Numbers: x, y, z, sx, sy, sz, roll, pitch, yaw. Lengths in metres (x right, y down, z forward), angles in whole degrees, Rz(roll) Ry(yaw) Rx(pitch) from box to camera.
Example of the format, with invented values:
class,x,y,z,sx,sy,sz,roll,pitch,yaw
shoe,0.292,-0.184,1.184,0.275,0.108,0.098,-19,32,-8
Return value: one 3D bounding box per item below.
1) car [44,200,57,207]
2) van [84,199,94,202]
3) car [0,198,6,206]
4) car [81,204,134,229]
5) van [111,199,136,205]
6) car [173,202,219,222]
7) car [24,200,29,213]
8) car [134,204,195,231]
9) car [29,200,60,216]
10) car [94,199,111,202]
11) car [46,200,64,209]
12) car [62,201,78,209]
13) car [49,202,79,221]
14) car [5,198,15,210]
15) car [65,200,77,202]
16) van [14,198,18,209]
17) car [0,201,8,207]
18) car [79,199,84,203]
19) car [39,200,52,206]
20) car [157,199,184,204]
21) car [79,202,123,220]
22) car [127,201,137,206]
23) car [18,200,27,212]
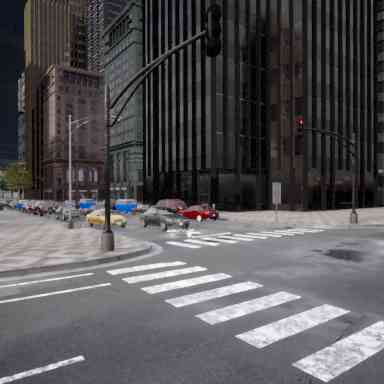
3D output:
class,x,y,z,sx,sy,sz,roll,pitch,yaw
car,-31.871,2.594,74.869,1.947,1.339,4.313,-1,0,-35
van,-17.174,2.037,54.318,1.690,1.788,3.998,-1,0,-35
car,-41.428,2.666,73.586,1.887,1.381,4.507,-1,0,-35
car,-6.327,1.843,24.366,1.752,1.417,4.829,-1,0,-35
van,-8.328,1.832,41.883,1.690,1.788,3.998,-1,0,-35
car,0.524,1.828,29.447,1.887,1.381,4.507,-1,0,-35
car,-20.609,2.195,44.394,1.887,1.381,4.507,-1,0,-35
car,-2.019,1.782,22.954,1.812,1.442,4.674,0,-1,-34
car,-17.777,1.900,40.416,2.192,1.841,5.009,-1,0,-35
car,-11.277,1.874,46.028,2.192,1.841,5.009,-1,0,-35
car,-25.072,2.315,60.756,1.882,1.535,5.008,0,-1,-35
car,-22.810,2.406,62.163,1.802,1.307,4.206,-1,0,-35
car,-12.098,2.004,32.460,2.008,1.369,4.403,-1,0,-35
car,-32.062,2.353,60.451,1.967,1.590,4.097,-1,0,-35
car,-17.109,2.157,44.136,2.033,1.411,5.357,0,-1,-35
van,-26.287,2.122,52.350,1.690,1.788,3.998,-1,0,-35
car,-44.549,2.770,77.963,1.802,1.307,4.206,-1,0,-35
car,-19.365,2.059,52.758,2.097,1.767,4.553,0,-1,-36
car,-34.893,2.659,79.106,1.947,1.339,4.313,-1,0,-35
car,-2.430,1.668,33.593,2.192,1.841,5.009,-1,0,-35
car,-9.085,1.969,32.839,2.033,1.411,5.357,0,-1,-35
car,-5.373,2.004,37.738,1.802,1.307,4.206,-1,0,-35
car,-23.448,2.156,48.372,1.967,1.590,4.097,-1,0,-35
